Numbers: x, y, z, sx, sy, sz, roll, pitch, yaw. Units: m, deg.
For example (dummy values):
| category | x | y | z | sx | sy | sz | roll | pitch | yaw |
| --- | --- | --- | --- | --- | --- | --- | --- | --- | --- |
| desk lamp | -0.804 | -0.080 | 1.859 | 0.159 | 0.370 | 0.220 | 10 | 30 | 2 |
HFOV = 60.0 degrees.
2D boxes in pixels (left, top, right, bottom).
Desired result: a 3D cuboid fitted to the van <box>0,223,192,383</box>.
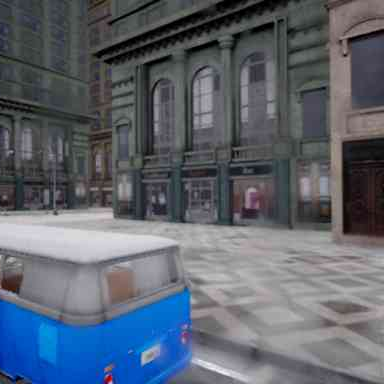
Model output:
| category | x | y | z | sx | sy | sz | roll | pitch | yaw |
| --- | --- | --- | --- | --- | --- | --- | --- | --- | --- |
| van | -1.910 | 1.368 | 4.345 | 3.998 | 1.788 | 1.690 | 0 | 0 | 36 |
